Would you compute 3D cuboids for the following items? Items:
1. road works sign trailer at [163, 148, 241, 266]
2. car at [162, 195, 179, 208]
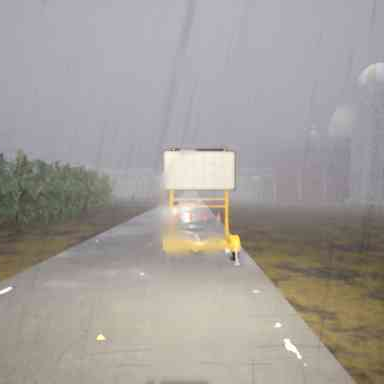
[{"bbox_3d":[0.231,0.350,11.099,2.380,3.560,2.880,0,1,-4],"label":"road works sign trailer"},{"bbox_3d":[-2.680,1.183,42.313,2.128,1.511,4.902,0,0,0],"label":"car"}]
